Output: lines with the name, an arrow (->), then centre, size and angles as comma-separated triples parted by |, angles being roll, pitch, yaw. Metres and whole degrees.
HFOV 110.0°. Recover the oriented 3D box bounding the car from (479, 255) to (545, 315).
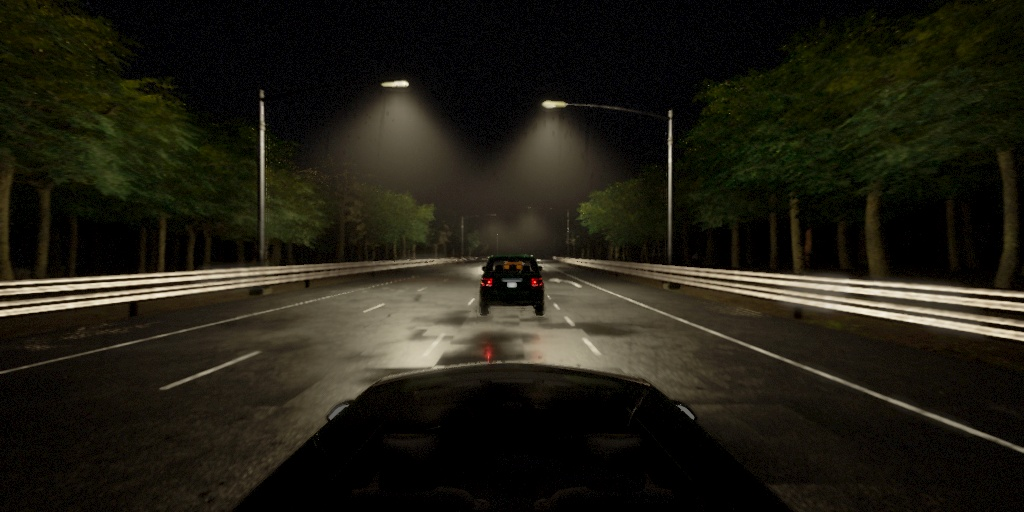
car -> 0.001, 0.973, 13.691 | 2.150, 2.045, 5.566 | 0, 0, 0
